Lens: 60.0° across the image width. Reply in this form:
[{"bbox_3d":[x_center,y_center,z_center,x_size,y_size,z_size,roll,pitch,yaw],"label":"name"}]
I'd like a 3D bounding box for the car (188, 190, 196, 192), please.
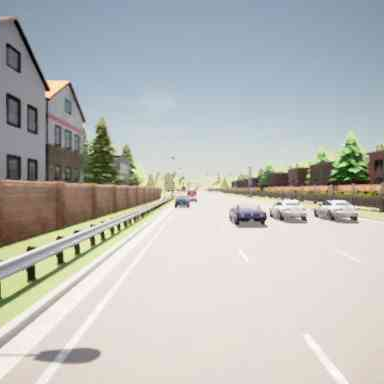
[{"bbox_3d":[-0.001,0.487,73.967,2.150,2.045,5.566,0,0,0],"label":"car"}]

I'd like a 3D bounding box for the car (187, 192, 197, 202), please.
[{"bbox_3d":[0.000,1.117,58.956,1.895,1.301,4.718,0,0,0],"label":"car"}]

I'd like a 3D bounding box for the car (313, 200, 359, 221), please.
[{"bbox_3d":[10.586,1.322,24.703,1.812,1.442,4.674,0,0,0],"label":"car"}]

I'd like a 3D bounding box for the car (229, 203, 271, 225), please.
[{"bbox_3d":[3.600,1.418,22.213,1.895,1.301,4.718,0,0,0],"label":"car"}]

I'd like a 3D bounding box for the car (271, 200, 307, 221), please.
[{"bbox_3d":[7.086,1.322,24.762,1.812,1.442,4.674,0,0,0],"label":"car"}]

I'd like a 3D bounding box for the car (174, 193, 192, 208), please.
[{"bbox_3d":[-1.226,1.181,42.025,1.812,1.442,4.674,0,0,0],"label":"car"}]
